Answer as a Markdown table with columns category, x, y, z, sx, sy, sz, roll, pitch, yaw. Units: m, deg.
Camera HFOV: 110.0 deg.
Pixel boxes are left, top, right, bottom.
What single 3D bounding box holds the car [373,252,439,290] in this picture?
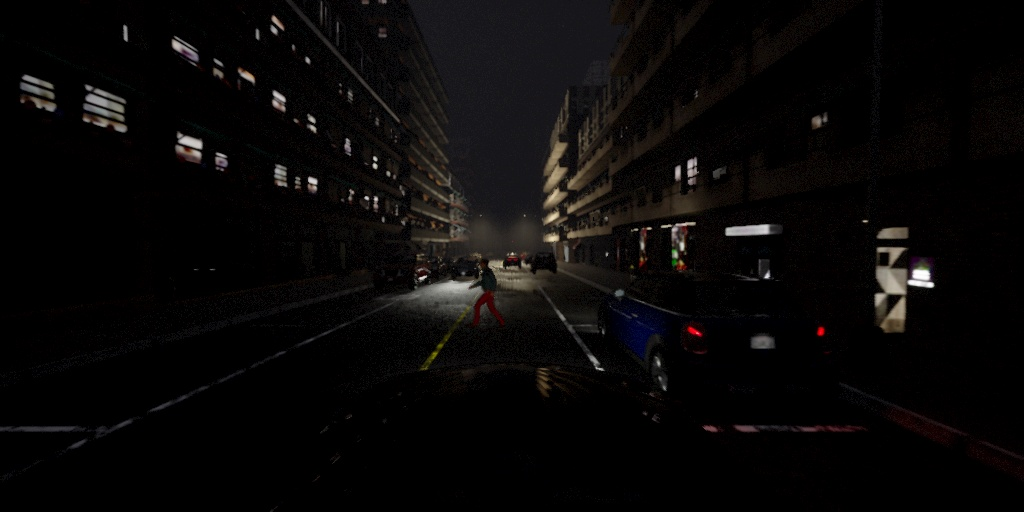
| category | x | y | z | sx | sy | sz | roll | pitch | yaw |
| --- | --- | --- | --- | --- | --- | --- | --- | --- | --- |
| car | -5.707 | 0.736 | 19.361 | 2.192 | 1.841 | 5.009 | 0 | 0 | 0 |

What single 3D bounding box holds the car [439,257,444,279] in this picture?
| category | x | y | z | sx | sy | sz | roll | pitch | yaw |
| --- | --- | --- | --- | --- | --- | --- | --- | --- | --- |
| car | -5.712 | 0.756 | 25.024 | 1.967 | 1.591 | 4.097 | 0 | 0 | 0 |

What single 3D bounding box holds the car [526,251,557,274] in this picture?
| category | x | y | z | sx | sy | sz | roll | pitch | yaw |
| --- | --- | --- | --- | --- | --- | --- | --- | --- | --- |
| car | 2.664 | 0.526 | 30.662 | 2.192 | 1.841 | 5.009 | 0 | 0 | 0 |

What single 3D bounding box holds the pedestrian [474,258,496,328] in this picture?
| category | x | y | z | sx | sy | sz | roll | pitch | yaw |
| --- | --- | --- | --- | --- | --- | --- | --- | --- | --- |
| pedestrian | -0.663 | 0.912 | 8.880 | 0.375 | 1.860 | 0.375 | -1 | 2 | -5 |

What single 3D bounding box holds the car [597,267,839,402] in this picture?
| category | x | y | z | sx | sy | sz | roll | pitch | yaw |
| --- | --- | --- | --- | --- | --- | --- | --- | --- | --- |
| car | 2.996 | 1.013 | 6.410 | 2.097 | 1.767 | 4.553 | 0 | 1 | 0 |

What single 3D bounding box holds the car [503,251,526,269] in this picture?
| category | x | y | z | sx | sy | sz | roll | pitch | yaw |
| --- | --- | --- | --- | --- | --- | --- | --- | --- | --- |
| car | 0.063 | 0.547 | 39.058 | 2.128 | 1.511 | 4.902 | 0 | 1 | 0 |

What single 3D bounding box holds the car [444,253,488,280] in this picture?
| category | x | y | z | sx | sy | sz | roll | pitch | yaw |
| --- | --- | --- | --- | --- | --- | --- | --- | --- | --- |
| car | -3.114 | 0.800 | 25.424 | 2.128 | 1.511 | 4.902 | 0 | 1 | 0 |
